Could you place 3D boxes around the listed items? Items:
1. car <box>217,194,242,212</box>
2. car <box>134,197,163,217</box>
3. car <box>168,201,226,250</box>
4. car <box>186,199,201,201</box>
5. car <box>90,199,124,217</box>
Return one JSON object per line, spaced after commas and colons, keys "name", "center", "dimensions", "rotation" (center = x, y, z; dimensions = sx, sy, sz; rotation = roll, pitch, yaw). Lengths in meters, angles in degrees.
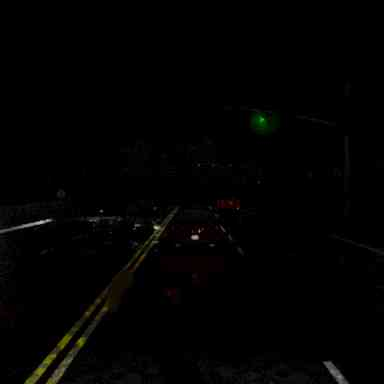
{"name": "car", "center": [3.628, 1.024, 32.953], "dimensions": [2.097, 1.767, 4.553], "rotation": [0, 1, 0]}
{"name": "car", "center": [-3.568, 1.200, 27.808], "dimensions": [1.882, 1.535, 5.008], "rotation": [0, 0, 0]}
{"name": "car", "center": [0.101, 1.341, 13.609], "dimensions": [1.882, 1.535, 5.008], "rotation": [0, 1, 0]}
{"name": "car", "center": [0.102, 1.263, 28.520], "dimensions": [2.033, 1.411, 5.357], "rotation": [0, 1, 0]}
{"name": "car", "center": [-7.066, 1.285, 27.968], "dimensions": [1.994, 1.385, 4.181], "rotation": [0, 1, 0]}
